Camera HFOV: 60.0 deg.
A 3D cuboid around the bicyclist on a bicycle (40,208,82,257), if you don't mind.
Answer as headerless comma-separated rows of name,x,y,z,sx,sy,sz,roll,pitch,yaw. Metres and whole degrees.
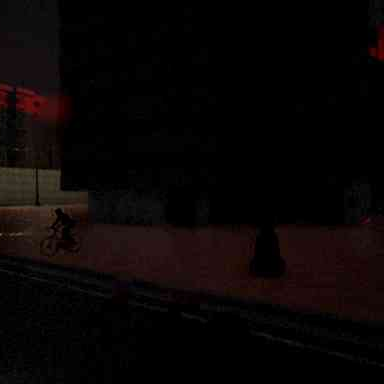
bicyclist on a bicycle,-4.542,1.390,11.659,0.582,1.620,1.656,-1,-1,35
